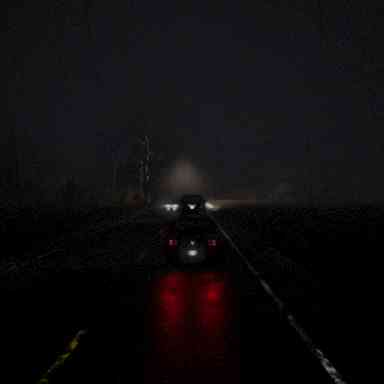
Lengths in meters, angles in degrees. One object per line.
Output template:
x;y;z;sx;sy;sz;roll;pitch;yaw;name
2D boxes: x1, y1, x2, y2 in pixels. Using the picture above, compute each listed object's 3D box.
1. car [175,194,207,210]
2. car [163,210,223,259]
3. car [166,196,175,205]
0.037;1.200;26.956;2.150;2.045;5.566;0;0;1;car
0.042;1.589;12.503;1.895;1.301;4.718;0;0;1;car
-3.539;1.450;58.917;2.128;1.511;4.902;0;0;0;car
